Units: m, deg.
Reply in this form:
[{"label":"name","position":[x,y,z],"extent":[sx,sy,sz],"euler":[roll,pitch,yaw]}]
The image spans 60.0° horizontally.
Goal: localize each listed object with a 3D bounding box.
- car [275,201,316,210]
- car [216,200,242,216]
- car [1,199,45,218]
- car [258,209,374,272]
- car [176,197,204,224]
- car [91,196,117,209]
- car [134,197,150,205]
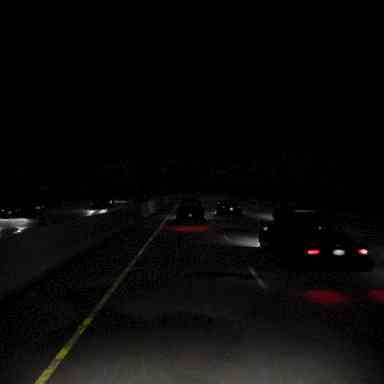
[{"label":"car","position":[6.887,1.373,22.491],"extent":[2.128,1.511,4.902],"euler":[0,0,-1]},{"label":"car","position":[3.310,1.408,30.131],"extent":[1.994,1.385,4.181],"euler":[0,0,-1]},{"label":"car","position":[-14.372,1.365,28.577],"extent":[1.837,1.490,4.892],"euler":[0,0,-1]},{"label":"car","position":[3.508,1.491,10.506],"extent":[2.033,1.411,5.357],"euler":[0,0,-1]},{"label":"car","position":[-0.128,1.355,23.909],"extent":[1.882,1.535,5.008],"euler":[0,0,-1]},{"label":"car","position":[-10.985,1.273,40.946],"extent":[1.882,1.535,5.008],"euler":[0,0,0]},{"label":"car","position":[-7.563,1.348,50.100],"extent":[1.895,1.301,4.718],"euler":[0,0,0]}]
